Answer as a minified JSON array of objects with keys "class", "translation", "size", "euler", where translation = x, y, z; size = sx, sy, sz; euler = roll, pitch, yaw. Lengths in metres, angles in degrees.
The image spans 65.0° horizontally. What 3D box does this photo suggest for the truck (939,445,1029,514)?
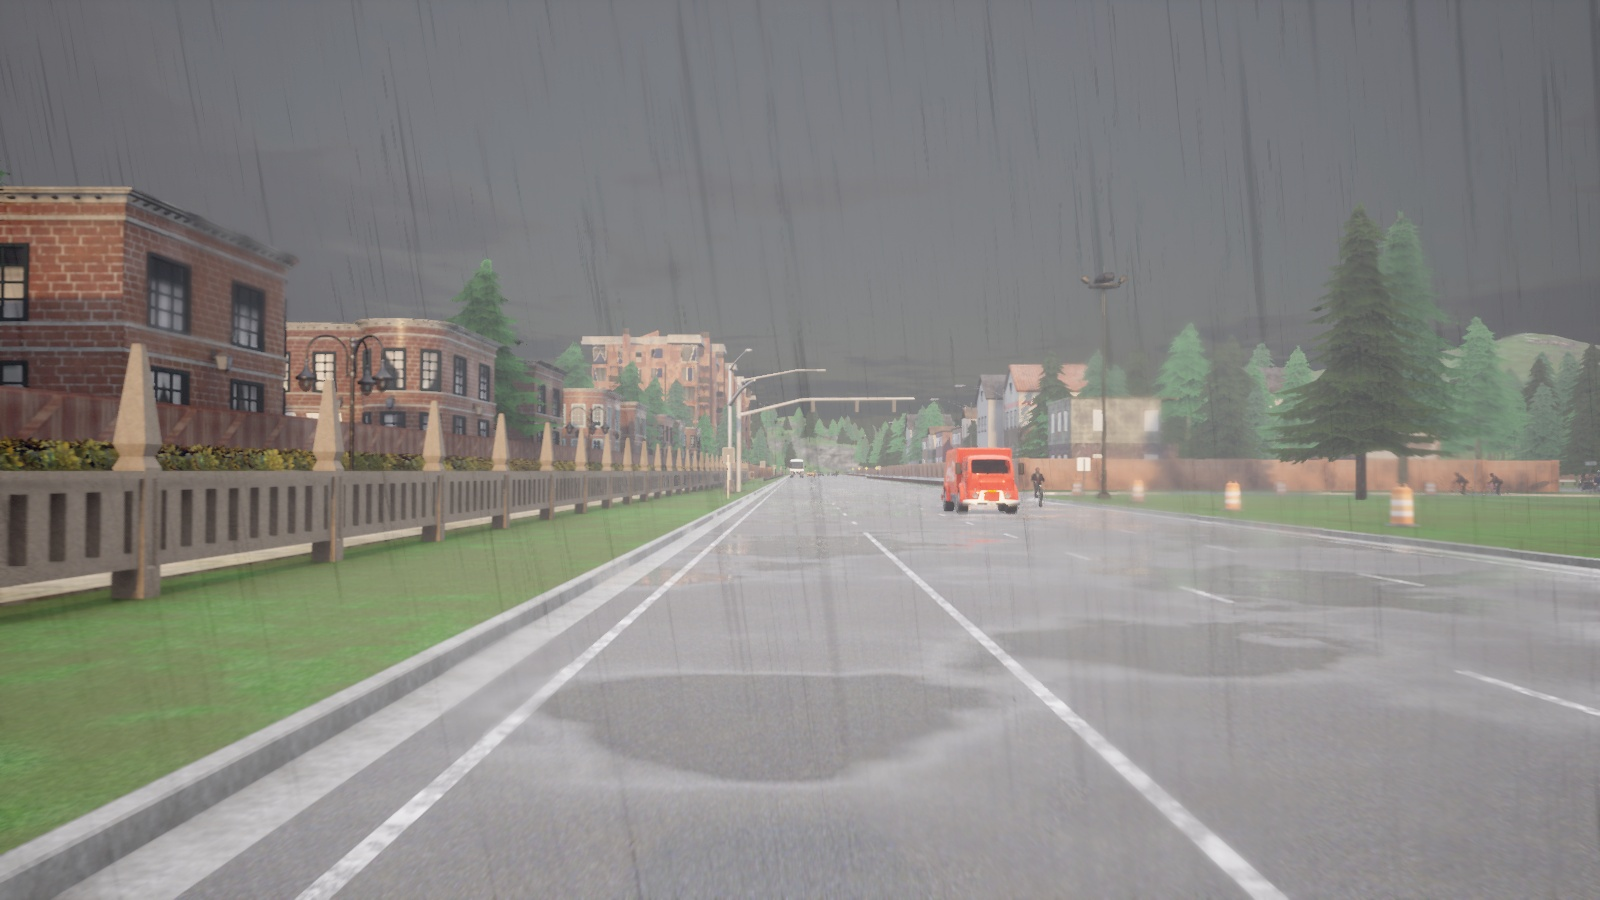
[{"class":"truck","translation":[6.884,1.097,47.589],"size":[2.627,2.467,5.204],"euler":[0,-1,0]}]
